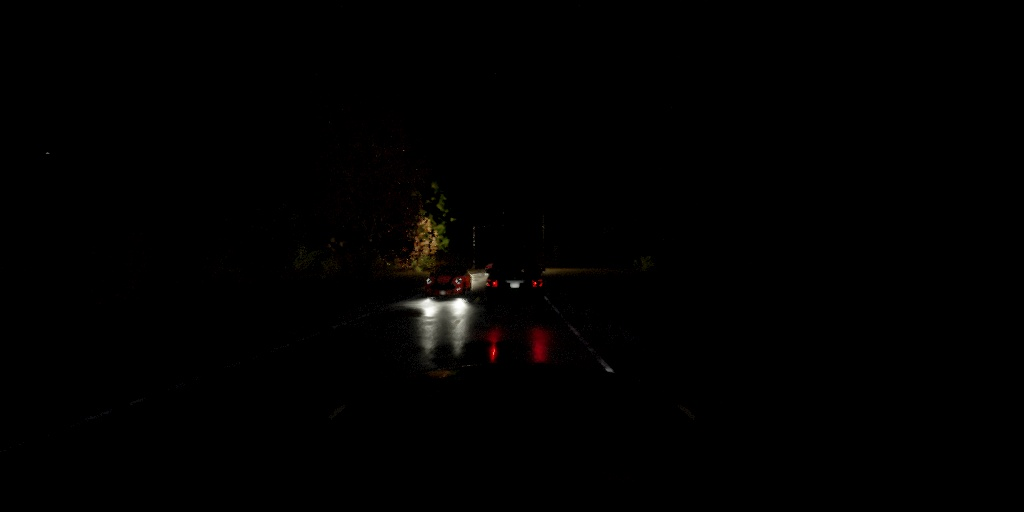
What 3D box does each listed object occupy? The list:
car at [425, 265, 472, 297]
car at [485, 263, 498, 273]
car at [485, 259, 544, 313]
[{"bbox_3d":[-3.598,1.338,20.876,2.097,1.767,4.553,0,-1,0],"label":"car"},{"bbox_3d":[-3.540,2.058,61.877,1.882,1.535,5.008,0,-1,1],"label":"car"},{"bbox_3d":[0.100,1.133,14.967,2.150,2.045,5.566,0,-1,0],"label":"car"}]
